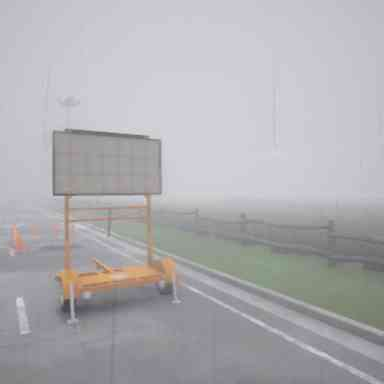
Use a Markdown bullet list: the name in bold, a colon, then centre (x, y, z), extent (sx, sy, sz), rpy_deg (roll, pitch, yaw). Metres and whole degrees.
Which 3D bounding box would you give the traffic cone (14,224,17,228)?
- **traffic cone**: centre (-8.608, 1.997, 16.283), extent (0.340, 0.580, 0.340), rpy_deg (0, 0, -30)

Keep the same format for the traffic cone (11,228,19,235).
- **traffic cone**: centre (-7.618, 1.992, 14.545), extent (0.340, 0.580, 0.340), rpy_deg (0, 0, -30)

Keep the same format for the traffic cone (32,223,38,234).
- **traffic cone**: centre (-8.730, 1.999, 18.516), extent (0.340, 0.580, 0.340), rpy_deg (0, 0, -30)

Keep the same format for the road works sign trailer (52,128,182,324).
- **road works sign trailer**: centre (-1.877, 0.474, 7.462), extent (2.380, 3.560, 2.880), rpy_deg (0, 0, -30)

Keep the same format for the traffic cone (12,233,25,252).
- **traffic cone**: centre (-6.628, 1.988, 12.807), extent (0.340, 0.580, 0.340), rpy_deg (0, 0, -30)

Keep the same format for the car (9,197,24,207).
- **car**: centre (-29.668, 1.673, 56.249), extent (1.812, 1.442, 4.674), rpy_deg (0, 0, -30)

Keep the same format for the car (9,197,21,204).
- **car**: centre (-34.659, 1.599, 64.996), extent (1.895, 1.301, 4.718), rpy_deg (0, 0, -30)
